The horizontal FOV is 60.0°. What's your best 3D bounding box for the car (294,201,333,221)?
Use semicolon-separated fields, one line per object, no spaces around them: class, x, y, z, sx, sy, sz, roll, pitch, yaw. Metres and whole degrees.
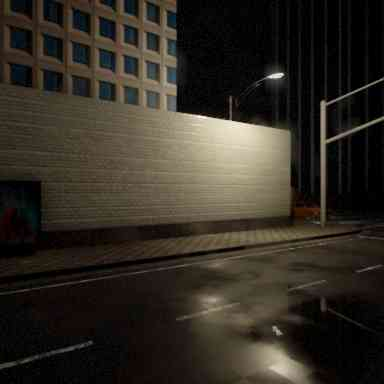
car;9.421;1.533;28.285;1.882;1.535;5.008;0;0;-35

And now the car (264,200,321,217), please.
car;10.016;1.602;33.477;2.033;1.411;5.357;0;0;-36
